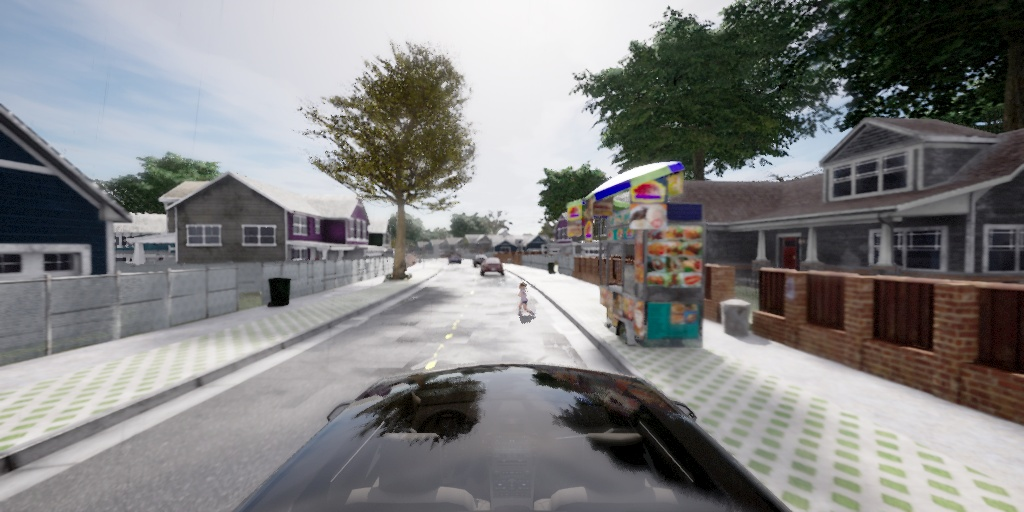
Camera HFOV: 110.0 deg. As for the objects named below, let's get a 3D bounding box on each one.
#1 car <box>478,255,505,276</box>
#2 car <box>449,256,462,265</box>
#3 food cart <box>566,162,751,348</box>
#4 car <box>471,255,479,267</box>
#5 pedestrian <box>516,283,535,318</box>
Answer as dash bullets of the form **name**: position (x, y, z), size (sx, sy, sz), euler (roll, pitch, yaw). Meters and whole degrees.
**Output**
- **car**: position (-1.717, 0.861, 30.701), size (1.812, 1.442, 4.674), euler (0, 1, -7)
- **car**: position (-8.652, 0.657, 54.616), size (1.895, 1.301, 4.718), euler (0, 1, -12)
- **food cart**: position (2.899, 0.108, 8.493), size (2.280, 3.560, 4.660), euler (0, 0, -2)
- **car**: position (-4.254, 0.633, 47.541), size (1.837, 1.490, 4.892), euler (0, 0, -11)
- **pedestrian**: position (0.368, 1.285, 10.815), size (0.500, 1.100, 0.500), euler (-1, 1, -10)
